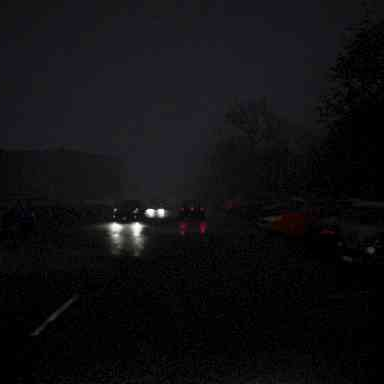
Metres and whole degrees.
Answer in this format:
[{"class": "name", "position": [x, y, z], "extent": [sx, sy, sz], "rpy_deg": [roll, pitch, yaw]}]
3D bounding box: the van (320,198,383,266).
[{"class": "van", "position": [6.293, 1.268, 9.745], "extent": [4.442, 1.987, 1.878], "rpy_deg": [1, 0, -20]}]

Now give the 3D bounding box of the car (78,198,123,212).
[{"class": "car", "position": [-11.591, 1.615, 42.067], "extent": [5.366, 1.575, 1.946], "rpy_deg": [-1, 0, -20]}]

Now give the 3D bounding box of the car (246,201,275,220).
[{"class": "car", "position": [6.389, 1.526, 21.567], "extent": [4.892, 1.521, 2.231], "rpy_deg": [1, -1, -20]}]

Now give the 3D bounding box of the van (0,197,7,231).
[{"class": "van", "position": [-11.527, 1.282, 15.688], "extent": [4.442, 1.987, 1.878], "rpy_deg": [-1, 0, -20]}]

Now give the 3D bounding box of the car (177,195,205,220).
[{"class": "car", "position": [0.029, 1.421, 29.025], "extent": [2.097, 1.767, 4.553], "rpy_deg": [0, 0, 0]}]

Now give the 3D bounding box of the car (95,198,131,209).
[{"class": "car", "position": [-11.427, 1.645, 48.004], "extent": [4.892, 1.521, 2.231], "rpy_deg": [-1, -1, -20]}]

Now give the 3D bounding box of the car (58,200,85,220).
[{"class": "car", "position": [-11.450, 1.423, 27.460], "extent": [4.553, 1.767, 2.185], "rpy_deg": [-1, -1, -20]}]

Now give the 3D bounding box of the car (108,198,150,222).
[{"class": "car", "position": [-5.030, 1.412, 27.149], "extent": [2.097, 1.767, 4.553], "rpy_deg": [0, 0, 0]}]

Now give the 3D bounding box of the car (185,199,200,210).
[{"class": "car", "position": [0.072, 1.708, 45.087], "extent": [1.994, 1.385, 4.181], "rpy_deg": [0, 0, 0]}]

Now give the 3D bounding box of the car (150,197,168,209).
[{"class": "car", "position": [-5.015, 1.760, 48.235], "extent": [1.895, 1.301, 4.718], "rpy_deg": [0, 0, 0]}]

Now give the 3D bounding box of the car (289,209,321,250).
[{"class": "car", "position": [6.393, 1.540, 12.737], "extent": [4.674, 1.452, 2.002], "rpy_deg": [1, 0, -20]}]

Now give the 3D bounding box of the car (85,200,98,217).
[{"class": "car", "position": [-11.424, 1.562, 30.399], "extent": [4.892, 1.521, 2.231], "rpy_deg": [-1, -1, -20]}]

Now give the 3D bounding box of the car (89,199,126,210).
[{"class": "car", "position": [-11.422, 1.670, 45.070], "extent": [4.674, 1.452, 2.002], "rpy_deg": [-1, -1, -20]}]

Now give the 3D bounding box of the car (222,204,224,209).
[{"class": "car", "position": [6.373, 1.352, 39.219], "extent": [5.566, 2.045, 2.435], "rpy_deg": [1, 0, -20]}]

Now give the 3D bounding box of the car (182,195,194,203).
[{"class": "car", "position": [-1.022, 1.726, 83.594], "extent": [2.435, 2.045, 5.566], "rpy_deg": [0, -1, -7]}]

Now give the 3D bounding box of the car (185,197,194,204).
[{"class": "car", "position": [-0.661, 1.879, 77.606], "extent": [2.097, 1.535, 5.008], "rpy_deg": [0, -1, -1]}]

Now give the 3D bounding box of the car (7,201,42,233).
[{"class": "car", "position": [-11.411, 1.515, 18.665], "extent": [5.008, 1.535, 2.097], "rpy_deg": [-1, 0, -20]}]

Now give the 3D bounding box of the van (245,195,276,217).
[{"class": "van", "position": [6.505, 1.313, 24.557], "extent": [4.442, 1.987, 1.878], "rpy_deg": [1, -1, -20]}]

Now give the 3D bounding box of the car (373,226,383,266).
[{"class": "car", "position": [6.400, 1.532, 6.843], "extent": [4.674, 1.452, 2.002], "rpy_deg": [1, 0, -20]}]

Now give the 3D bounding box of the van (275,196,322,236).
[{"class": "van", "position": [6.509, 1.284, 15.721], "extent": [4.442, 1.987, 1.878], "rpy_deg": [1, 0, -20]}]

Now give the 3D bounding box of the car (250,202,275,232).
[{"class": "car", "position": [6.223, 1.511, 18.557], "extent": [5.366, 1.575, 1.946], "rpy_deg": [1, 0, -20]}]

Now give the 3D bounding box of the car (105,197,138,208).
[{"class": "car", "position": [-11.418, 1.672, 53.867], "extent": [4.892, 1.521, 2.231], "rpy_deg": [-1, 0, -20]}]

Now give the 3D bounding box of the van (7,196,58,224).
[{"class": "van", "position": [-11.313, 1.297, 21.644], "extent": [4.442, 1.987, 1.878], "rpy_deg": [-1, 0, -20]}]

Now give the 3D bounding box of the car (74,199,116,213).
[{"class": "car", "position": [-11.421, 1.642, 39.202], "extent": [4.674, 1.452, 2.002], "rpy_deg": [-1, -1, -20]}]

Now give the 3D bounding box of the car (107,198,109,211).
[{"class": "car", "position": [-11.429, 1.590, 36.272], "extent": [4.892, 1.521, 2.231], "rpy_deg": [-1, -1, -20]}]

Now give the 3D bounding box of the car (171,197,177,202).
[{"class": "car", "position": [-3.478, 2.196, 94.751], "extent": [2.231, 1.521, 4.892], "rpy_deg": [0, -1, -18]}]

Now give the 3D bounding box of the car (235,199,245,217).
[{"class": "car", "position": [6.423, 1.579, 27.466], "extent": [4.792, 1.488, 2.163], "rpy_deg": [1, -1, -20]}]

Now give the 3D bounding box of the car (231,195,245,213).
[{"class": "car", "position": [6.370, 1.436, 30.389], "extent": [4.553, 1.767, 2.185], "rpy_deg": [1, -1, -20]}]

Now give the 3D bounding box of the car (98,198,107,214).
[{"class": "car", "position": [-11.391, 1.604, 33.346], "extent": [4.792, 1.488, 2.163], "rpy_deg": [-1, -1, -20]}]

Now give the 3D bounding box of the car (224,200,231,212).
[{"class": "car", "position": [6.421, 1.620, 36.301], "extent": [4.792, 1.488, 2.163], "rpy_deg": [1, -1, -20]}]
